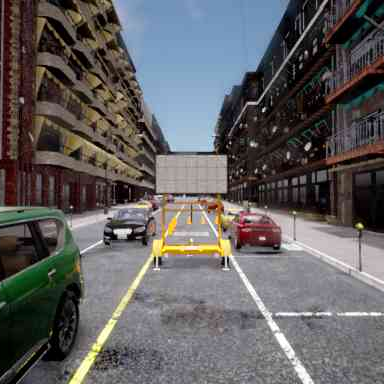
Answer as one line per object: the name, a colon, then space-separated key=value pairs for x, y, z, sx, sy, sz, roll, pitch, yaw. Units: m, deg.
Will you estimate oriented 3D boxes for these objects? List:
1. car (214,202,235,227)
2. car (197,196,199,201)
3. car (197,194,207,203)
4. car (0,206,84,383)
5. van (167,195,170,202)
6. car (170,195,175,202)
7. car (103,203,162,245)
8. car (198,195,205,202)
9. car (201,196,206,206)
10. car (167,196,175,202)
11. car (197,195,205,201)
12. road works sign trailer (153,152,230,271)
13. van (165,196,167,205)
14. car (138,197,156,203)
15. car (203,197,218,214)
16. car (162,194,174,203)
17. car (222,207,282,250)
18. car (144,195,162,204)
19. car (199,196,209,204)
car: x=2.559 y=1.551 z=20.019 sx=1.752 sy=1.417 sz=4.829 roll=1 pitch=0 yaw=0
car: x=2.496 y=1.698 z=64.093 sx=1.887 sy=1.381 sz=4.507 roll=1 pitch=0 yaw=0
car: x=2.443 y=1.541 z=80.687 sx=2.192 sy=1.841 sz=5.009 roll=1 pitch=0 yaw=0
car: x=-2.746 y=1.224 z=3.019 sx=2.150 sy=2.045 sz=5.566 roll=0 pitch=0 yaw=0
van: x=-5.372 y=1.473 z=58.614 sx=1.690 sy=1.788 sz=3.998 roll=1 pitch=0 yaw=0
car: x=-5.387 y=1.492 z=69.675 sx=2.192 sy=1.841 sz=5.009 roll=1 pitch=0 yaw=0
car: x=-2.774 y=1.510 z=15.584 sx=2.128 sy=1.511 sz=4.902 roll=0 pitch=0 yaw=0
car: x=2.504 y=1.676 z=58.563 sx=1.887 sy=1.381 sz=4.507 roll=1 pitch=0 yaw=0
car: x=2.527 y=1.628 z=41.971 sx=2.008 sy=1.369 sz=4.403 roll=1 pitch=0 yaw=0
car: x=-5.417 y=1.820 z=86.266 sx=1.947 sy=1.339 sz=4.313 roll=1 pitch=0 yaw=0
car: x=2.424 y=1.723 z=91.750 sx=1.967 sy=1.590 sz=4.097 roll=1 pitch=0 yaw=0
road works sign trailer: x=-0.014 y=0.475 z=10.980 sx=2.380 sy=3.560 sz=2.880 roll=0 pitch=0 yaw=0
van: x=-5.363 y=1.452 z=53.082 sx=1.690 sy=1.788 sz=3.998 roll=2 pitch=0 yaw=0
car: x=-5.344 y=1.588 z=36.322 sx=1.752 sy=1.417 sz=4.829 roll=2 pitch=0 yaw=0
car: x=2.535 y=1.608 z=36.439 sx=1.887 sy=1.381 sz=4.507 roll=1 pitch=0 yaw=0
car: x=-5.394 y=1.516 z=75.205 sx=2.192 sy=1.841 sz=5.009 roll=1 pitch=0 yaw=0
car: x=2.567 y=1.561 z=14.317 sx=1.887 sy=1.381 sz=4.507 roll=1 pitch=0 yaw=0
car: x=-5.347 y=1.393 z=42.024 sx=2.192 sy=1.841 sz=5.009 roll=2 pitch=0 yaw=0
car: x=2.498 y=1.617 z=69.625 sx=1.967 sy=1.590 sz=4.097 roll=1 pitch=0 yaw=0
